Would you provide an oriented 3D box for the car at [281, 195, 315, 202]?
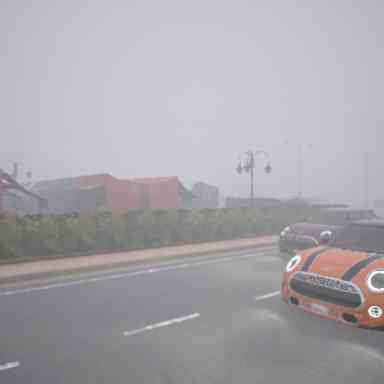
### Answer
[{"bbox_3d":[13.865,1.370,45.539,1.932,1.855,4.605,0,0,-36],"label":"car"}]

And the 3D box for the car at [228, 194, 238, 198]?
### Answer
[{"bbox_3d":[8.410,1.441,81.842,1.932,1.855,4.605,0,0,-36],"label":"car"}]

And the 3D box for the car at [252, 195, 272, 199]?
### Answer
[{"bbox_3d":[14.125,1.660,64.466,1.970,1.475,3.806,0,0,-36],"label":"car"}]

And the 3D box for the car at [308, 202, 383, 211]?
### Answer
[{"bbox_3d":[5.279,1.400,12.246,4.553,1.767,2.097,0,0,-36],"label":"car"}]

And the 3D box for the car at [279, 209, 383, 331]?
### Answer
[{"bbox_3d":[3.943,1.382,6.912,4.553,1.767,2.097,0,0,-36],"label":"car"}]

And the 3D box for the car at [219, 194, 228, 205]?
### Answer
[{"bbox_3d":[6.038,1.432,80.183,1.905,1.878,3.866,0,0,-36],"label":"car"}]

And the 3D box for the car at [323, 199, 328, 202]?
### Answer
[{"bbox_3d":[18.346,1.635,48.861,1.970,1.475,3.806,0,0,-36],"label":"car"}]

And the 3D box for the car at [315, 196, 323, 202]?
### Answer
[{"bbox_3d":[16.004,1.592,47.158,1.784,1.438,3.905,0,0,-36],"label":"car"}]
